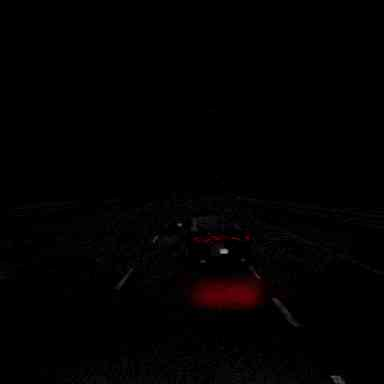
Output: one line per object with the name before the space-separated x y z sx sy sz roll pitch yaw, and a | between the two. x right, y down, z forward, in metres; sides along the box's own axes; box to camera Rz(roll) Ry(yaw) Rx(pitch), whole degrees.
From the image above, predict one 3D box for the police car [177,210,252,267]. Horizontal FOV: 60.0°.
police car | 0.566 1.453 11.739 1.930 1.638 5.238 -1 0 -7
